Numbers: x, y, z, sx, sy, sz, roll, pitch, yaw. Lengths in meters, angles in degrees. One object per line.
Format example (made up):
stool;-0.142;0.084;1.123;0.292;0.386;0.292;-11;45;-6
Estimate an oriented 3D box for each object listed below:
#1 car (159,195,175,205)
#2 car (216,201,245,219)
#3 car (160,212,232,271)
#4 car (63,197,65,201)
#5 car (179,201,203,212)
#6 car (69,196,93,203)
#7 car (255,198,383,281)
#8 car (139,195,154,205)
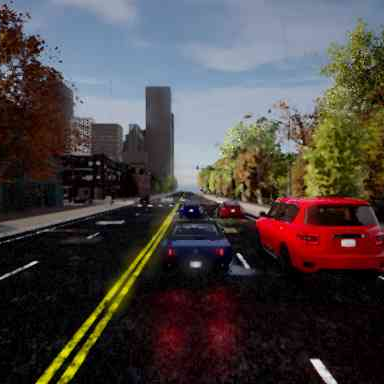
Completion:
car;-3.841;1.254;51.621;1.812;1.442;4.674;0;0;0
car;3.169;1.415;27.868;1.994;1.385;4.181;0;0;-1
car;0.098;1.543;10.687;1.895;1.301;4.718;0;0;0
car;-29.170;1.449;70.381;4.403;1.369;2.008;-1;2;-1
car;-0.083;1.415;27.924;1.994;1.385;4.181;0;0;-1
car;-20.698;1.494;62.009;4.313;1.339;1.947;-1;2;-1
car;3.349;1.169;9.805;2.150;2.045;5.566;0;0;0
car;-7.094;1.234;52.003;1.837;1.490;4.892;0;0;-1
